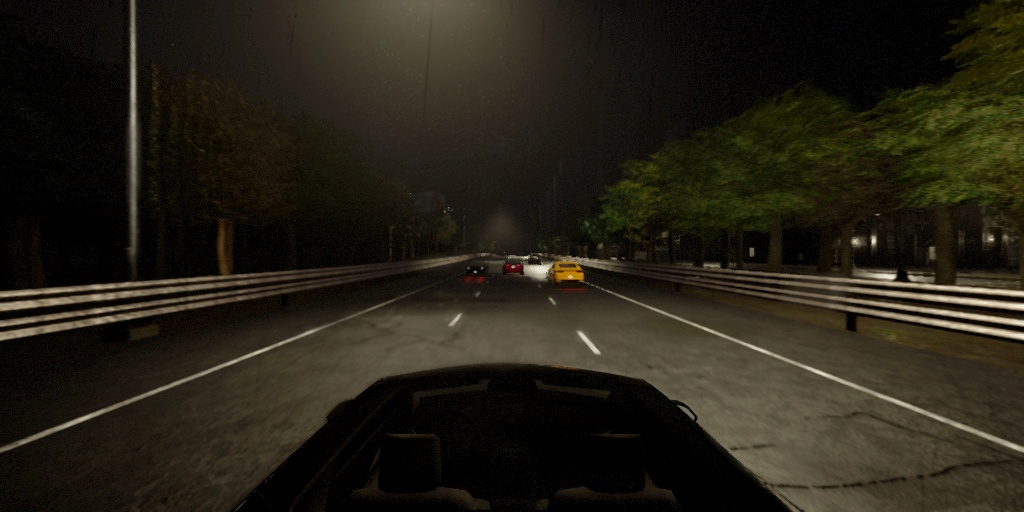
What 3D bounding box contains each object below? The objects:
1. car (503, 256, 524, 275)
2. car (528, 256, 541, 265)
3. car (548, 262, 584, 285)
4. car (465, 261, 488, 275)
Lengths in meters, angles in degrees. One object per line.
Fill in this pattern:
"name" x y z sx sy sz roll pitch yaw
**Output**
"car" 0.129 1.032 35.733 2.163 1.488 4.792 0 1 0
"car" 3.649 0.728 58.903 1.994 1.385 4.181 0 1 0
"car" 3.619 1.129 24.669 1.882 1.535 5.008 0 1 0
"car" -3.371 1.137 35.326 1.895 1.301 4.718 0 1 0
